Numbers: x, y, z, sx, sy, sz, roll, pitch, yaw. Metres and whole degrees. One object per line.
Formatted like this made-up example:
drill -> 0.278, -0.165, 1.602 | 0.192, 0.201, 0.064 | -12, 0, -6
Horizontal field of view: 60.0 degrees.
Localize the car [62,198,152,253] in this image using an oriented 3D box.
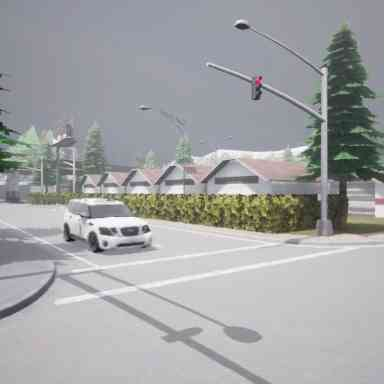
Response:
car -> -3.843, 1.350, 14.247 | 2.150, 2.045, 5.566 | 0, 1, -37
